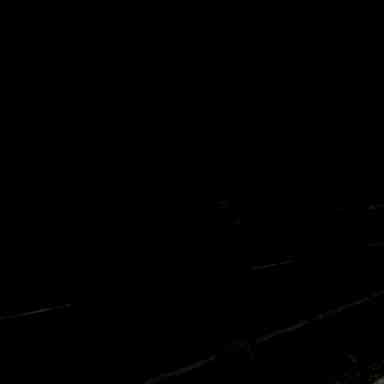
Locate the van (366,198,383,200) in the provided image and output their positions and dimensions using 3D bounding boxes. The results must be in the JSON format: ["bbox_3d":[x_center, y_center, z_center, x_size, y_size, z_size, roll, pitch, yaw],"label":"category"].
[{"bbox_3d":[19.314,1.620,33.259,1.878,1.987,4.442,1,-1,-43],"label":"van"}]

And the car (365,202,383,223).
[{"bbox_3d":[13.400,1.784,27.587,2.163,1.488,4.792,1,-1,-42],"label":"car"}]

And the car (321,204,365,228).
[{"bbox_3d":[9.283,1.685,23.999,2.231,1.521,4.892,1,-1,-40],"label":"car"}]

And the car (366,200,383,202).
[{"bbox_3d":[17.533,1.813,31.160,1.946,1.575,5.366,1,-1,-43],"label":"car"}]

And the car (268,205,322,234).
[{"bbox_3d":[5.025,1.636,20.380,2.163,1.488,4.792,1,-1,-39],"label":"car"}]

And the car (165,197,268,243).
[{"bbox_3d":[0.767,1.296,16.957,2.435,2.045,5.566,0,-1,-38],"label":"car"}]

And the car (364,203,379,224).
[{"bbox_3d":[11.321,1.750,25.819,2.163,1.488,4.792,1,-1,-41],"label":"car"}]
